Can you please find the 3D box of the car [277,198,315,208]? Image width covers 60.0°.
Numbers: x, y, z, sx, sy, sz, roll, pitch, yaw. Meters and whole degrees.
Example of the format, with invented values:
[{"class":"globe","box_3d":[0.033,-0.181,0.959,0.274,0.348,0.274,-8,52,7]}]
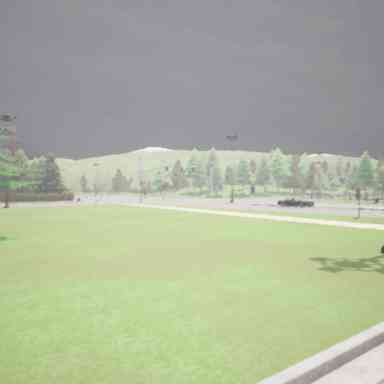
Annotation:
[{"class":"car","box_3d":[13.433,1.365,43.094,1.895,1.301,4.718,0,0,-35]}]
